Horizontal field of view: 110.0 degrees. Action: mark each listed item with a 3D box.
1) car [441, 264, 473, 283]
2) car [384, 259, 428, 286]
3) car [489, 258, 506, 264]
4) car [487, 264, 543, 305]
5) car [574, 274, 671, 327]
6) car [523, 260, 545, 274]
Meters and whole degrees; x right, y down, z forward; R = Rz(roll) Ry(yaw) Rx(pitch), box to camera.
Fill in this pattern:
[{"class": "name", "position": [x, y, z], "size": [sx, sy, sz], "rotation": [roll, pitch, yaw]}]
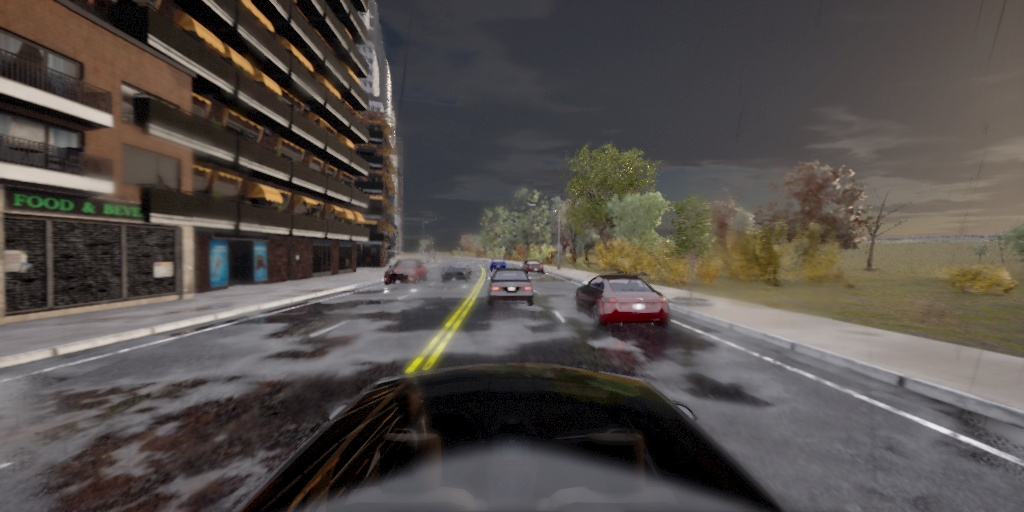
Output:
[{"class": "car", "position": [-3.947, 1.241, 26.080], "size": [1.895, 1.301, 4.718], "rotation": [0, 0, -2]}, {"class": "car", "position": [-7.135, 1.008, 24.459], "size": [2.097, 1.767, 4.553], "rotation": [0, 0, -2]}, {"class": "car", "position": [-1.735, 1.015, 44.020], "size": [1.882, 1.535, 5.008], "rotation": [0, 0, -5]}, {"class": "car", "position": [-0.088, 1.230, 15.491], "size": [2.033, 1.411, 5.357], "rotation": [0, 0, -2]}, {"class": "car", "position": [3.229, 1.260, 11.240], "size": [1.994, 1.385, 4.181], "rotation": [0, 0, -1]}, {"class": "car", "position": [2.118, 1.095, 36.371], "size": [1.812, 1.442, 4.674], "rotation": [0, 0, -4]}]
